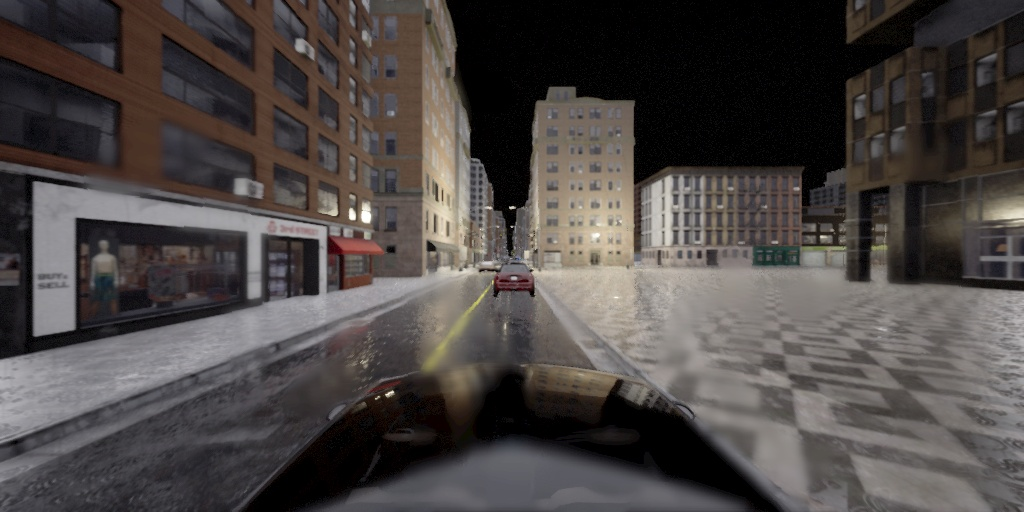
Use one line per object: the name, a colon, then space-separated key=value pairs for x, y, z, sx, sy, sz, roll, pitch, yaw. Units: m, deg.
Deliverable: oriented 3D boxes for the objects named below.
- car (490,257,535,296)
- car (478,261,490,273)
car: x=0.109 y=1.116 z=19.663 sx=2.097 sy=1.767 sz=4.553 roll=0 pitch=0 yaw=0
car: x=-2.983 y=1.327 z=43.573 sx=2.033 sy=1.411 sz=5.357 roll=0 pitch=0 yaw=0
